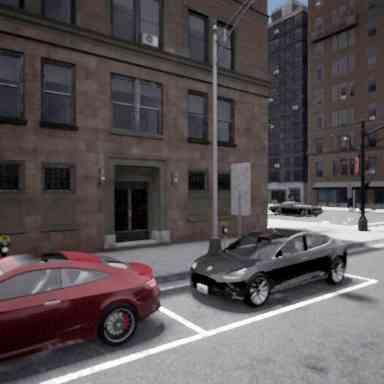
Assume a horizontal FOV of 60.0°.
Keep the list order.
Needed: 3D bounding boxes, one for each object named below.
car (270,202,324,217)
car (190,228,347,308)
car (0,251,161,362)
[{"bbox_3d":[9.665,1.586,30.835,1.895,1.301,4.718,0,0,-36],"label":"car"},{"bbox_3d":[1.983,1.569,7.948,4.313,1.339,1.947,0,0,-35],"label":"car"},{"bbox_3d":[-2.456,1.582,4.783,4.206,1.307,1.802,0,0,-35],"label":"car"}]
